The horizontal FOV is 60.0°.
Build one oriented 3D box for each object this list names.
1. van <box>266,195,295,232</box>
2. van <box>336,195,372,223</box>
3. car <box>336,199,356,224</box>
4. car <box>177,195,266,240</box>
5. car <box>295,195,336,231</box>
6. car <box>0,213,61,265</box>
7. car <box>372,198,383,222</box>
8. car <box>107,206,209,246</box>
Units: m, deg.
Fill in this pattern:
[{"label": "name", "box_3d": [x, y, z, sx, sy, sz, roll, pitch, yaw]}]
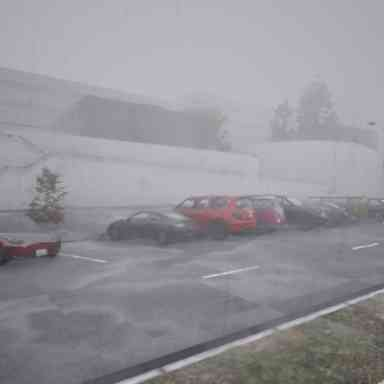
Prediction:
[{"label": "van", "box_3d": [3.112, 1.229, 18.685, 4.442, 1.987, 1.878, -1, -1, 35]}, {"label": "van", "box_3d": [10.204, 1.182, 24.002, 4.442, 1.987, 1.878, -1, 0, 35]}, {"label": "car", "box_3d": [7.879, 1.424, 22.202, 4.892, 1.521, 2.231, -1, 0, 35]}, {"label": "car", "box_3d": [0.555, 1.221, 17.029, 5.566, 2.045, 2.435, -1, 0, 35]}, {"label": "car", "box_3d": [5.469, 1.188, 20.466, 5.566, 2.045, 2.435, -1, -1, 35]}, {"label": "car", "box_3d": [-6.683, 1.525, 11.804, 4.792, 1.488, 2.163, -1, -1, 35]}, {"label": "car", "box_3d": [12.758, 1.264, 25.650, 4.553, 1.767, 2.185, -1, 0, 34]}, {"label": "car", "box_3d": [-1.844, 1.522, 15.279, 4.674, 1.452, 2.002, -1, 0, 35]}]
